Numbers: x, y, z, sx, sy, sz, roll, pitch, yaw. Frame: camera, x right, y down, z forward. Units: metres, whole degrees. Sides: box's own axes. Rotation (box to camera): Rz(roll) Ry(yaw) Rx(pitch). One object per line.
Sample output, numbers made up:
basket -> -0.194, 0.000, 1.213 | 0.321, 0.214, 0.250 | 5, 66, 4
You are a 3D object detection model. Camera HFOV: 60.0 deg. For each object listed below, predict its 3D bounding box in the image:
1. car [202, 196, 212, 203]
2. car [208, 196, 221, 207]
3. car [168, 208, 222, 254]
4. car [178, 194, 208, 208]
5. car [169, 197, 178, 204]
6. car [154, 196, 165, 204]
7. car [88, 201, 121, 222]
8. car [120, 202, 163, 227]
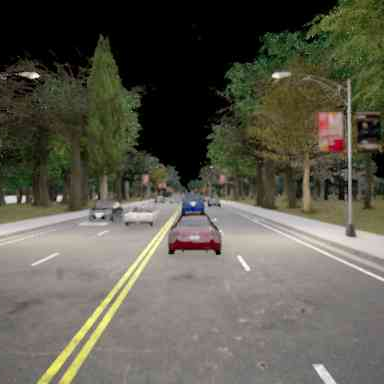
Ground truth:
car -> 3.179, 1.656, 72.814 | 1.994, 1.385, 4.181 | 0, 0, 0
car -> 3.346, 1.576, 50.900 | 2.033, 1.411, 5.357 | 0, 0, 0
car -> 0.097, 1.552, 13.516 | 1.994, 1.385, 4.181 | 0, 0, 0
car -> 0.097, 1.219, 32.262 | 2.150, 2.045, 5.566 | 0, 0, 0
car -> -3.300, 1.665, 63.246 | 1.895, 1.301, 4.718 | 0, 0, 0
car -> -6.549, 1.592, 68.039 | 2.128, 1.511, 4.902 | 0, 0, 0
car -> -6.597, 1.482, 26.006 | 2.128, 1.511, 4.902 | 0, 0, 0
car -> -3.350, 1.590, 22.856 | 1.895, 1.301, 4.718 | 0, 0, 0
